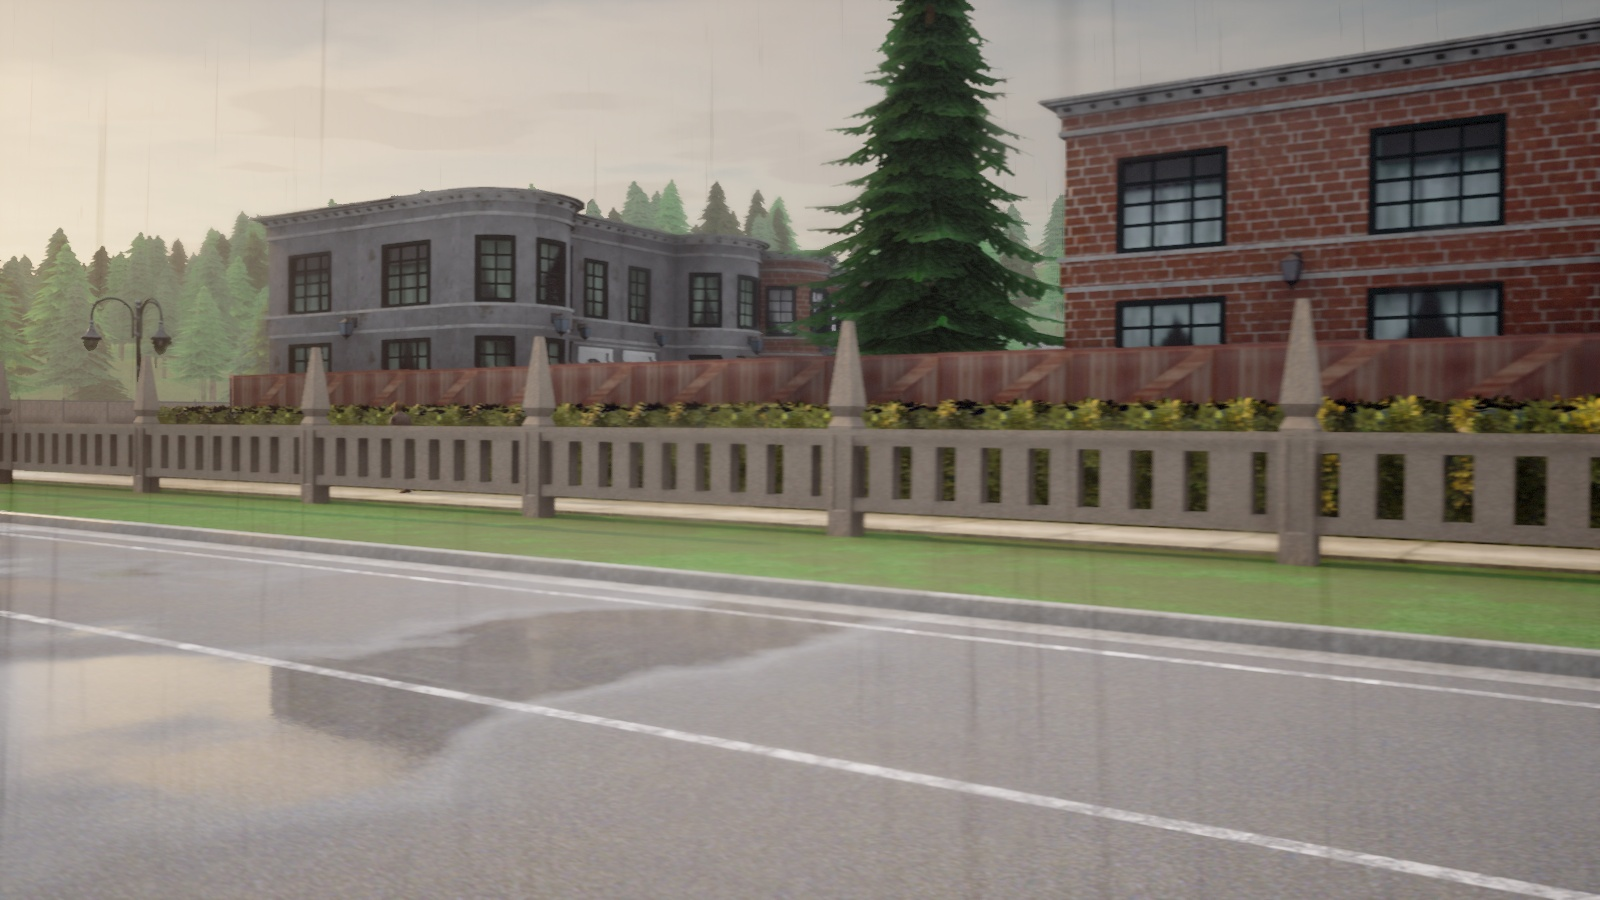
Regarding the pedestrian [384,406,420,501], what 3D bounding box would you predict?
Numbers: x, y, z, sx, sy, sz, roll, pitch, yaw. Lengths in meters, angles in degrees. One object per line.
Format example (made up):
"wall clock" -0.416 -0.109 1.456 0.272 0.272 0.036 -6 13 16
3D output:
"pedestrian" -7.833 0.074 24.708 0.634 1.846 0.331 0 1 37
